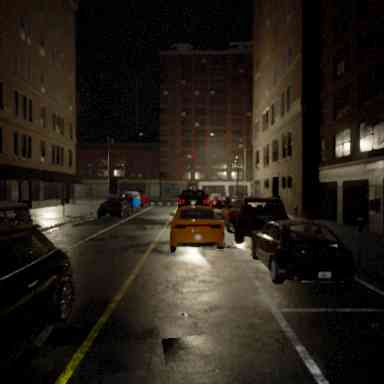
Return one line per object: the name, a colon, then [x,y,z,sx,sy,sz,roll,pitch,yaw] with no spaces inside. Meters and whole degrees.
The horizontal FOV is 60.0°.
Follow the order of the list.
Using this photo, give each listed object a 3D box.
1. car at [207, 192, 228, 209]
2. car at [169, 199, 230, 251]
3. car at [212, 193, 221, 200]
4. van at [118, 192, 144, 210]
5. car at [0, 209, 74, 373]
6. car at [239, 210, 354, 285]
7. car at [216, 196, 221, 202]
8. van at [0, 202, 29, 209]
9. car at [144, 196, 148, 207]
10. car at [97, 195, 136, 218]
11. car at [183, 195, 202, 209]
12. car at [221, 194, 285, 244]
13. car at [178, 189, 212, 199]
car: [2.677,0.883,36.281,1.967,1.590,4.097,1,1,0]
car: [0.129,1.265,13.163,1.882,1.535,5.008,0,1,-2]
car: [2.677,0.964,30.799,1.967,1.590,4.097,1,1,0]
van: [-5.847,0.865,30.799,1.690,1.788,3.998,1,1,0]
car: [-3.100,1.286,3.872,2.097,1.767,4.553,0,1,0]
car: [2.675,1.405,8.873,2.008,1.369,4.403,1,1,0]
car: [2.676,1.209,20.006,1.752,1.417,4.829,1,1,0]
van: [-5.847,1.196,8.872,1.690,1.788,3.998,1,1,0]
car: [-5.849,0.988,36.284,1.887,1.381,4.507,1,1,0]
car: [-5.850,1.171,25.320,1.947,1.339,4.313,1,1,0]
car: [0.082,1.016,35.710,1.994,1.385,4.181,0,1,1]
car: [2.678,1.084,14.350,2.192,1.841,5.009,1,1,0]
car: [0.103,0.827,24.837,2.150,2.045,5.566,0,0,0]
